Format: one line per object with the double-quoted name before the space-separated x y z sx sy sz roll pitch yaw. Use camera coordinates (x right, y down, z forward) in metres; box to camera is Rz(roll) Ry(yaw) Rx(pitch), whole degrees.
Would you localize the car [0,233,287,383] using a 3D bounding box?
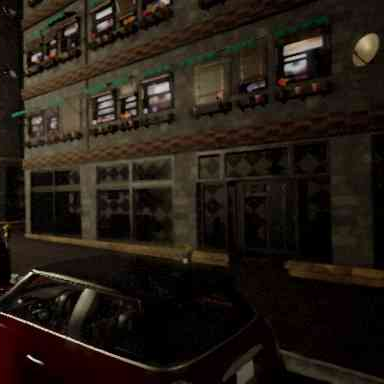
"car" -1.163 1.443 3.723 4.097 1.590 1.967 0 -1 36
